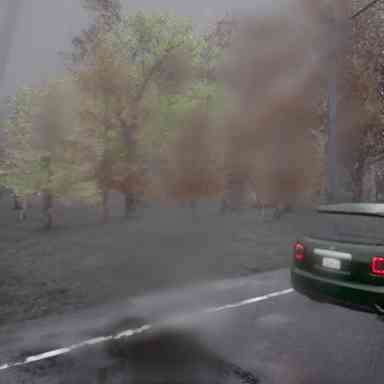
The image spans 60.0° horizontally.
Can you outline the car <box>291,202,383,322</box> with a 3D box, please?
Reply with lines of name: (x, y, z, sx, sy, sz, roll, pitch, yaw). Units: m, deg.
car: (4.454, 1.235, 6.980, 5.566, 2.045, 2.150, 0, 0, -36)
